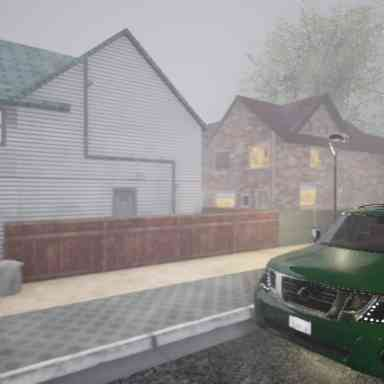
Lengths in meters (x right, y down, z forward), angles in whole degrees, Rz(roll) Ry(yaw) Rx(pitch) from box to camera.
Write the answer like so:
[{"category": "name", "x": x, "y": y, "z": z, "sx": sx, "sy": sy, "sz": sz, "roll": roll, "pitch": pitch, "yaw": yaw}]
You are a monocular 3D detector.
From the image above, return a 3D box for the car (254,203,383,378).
[{"category": "car", "x": 3.548, "y": 1.240, "z": 5.584, "sx": 5.566, "sy": 2.045, "sz": 2.150, "roll": 0, "pitch": 0, "yaw": -35}]
